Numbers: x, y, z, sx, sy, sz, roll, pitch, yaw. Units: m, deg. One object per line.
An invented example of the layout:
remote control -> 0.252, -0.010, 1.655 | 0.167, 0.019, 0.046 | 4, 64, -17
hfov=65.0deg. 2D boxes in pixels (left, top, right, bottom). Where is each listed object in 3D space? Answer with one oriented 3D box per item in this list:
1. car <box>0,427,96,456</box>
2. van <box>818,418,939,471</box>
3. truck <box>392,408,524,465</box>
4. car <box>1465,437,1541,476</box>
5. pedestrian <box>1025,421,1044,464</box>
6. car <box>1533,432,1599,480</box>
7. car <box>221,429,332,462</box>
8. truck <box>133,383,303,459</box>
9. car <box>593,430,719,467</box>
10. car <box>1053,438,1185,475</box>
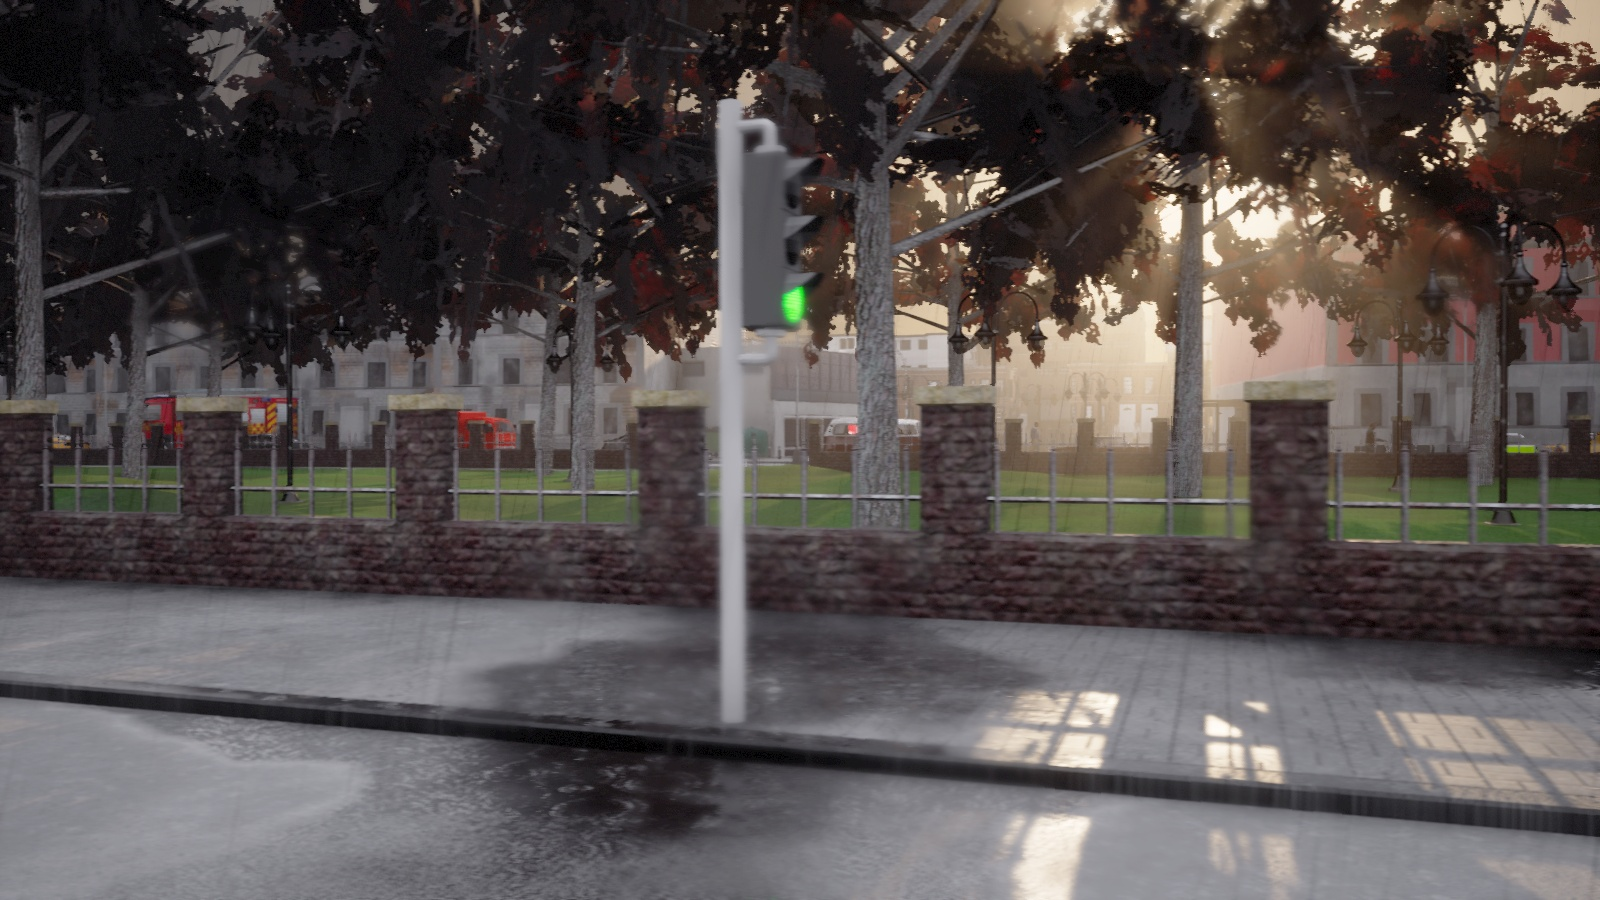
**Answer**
car -> -41.911, -0.476, 69.919 | 5.008, 1.535, 1.882 | 1, 1, 19
van -> 3.164, -0.247, 50.465 | 4.480, 2.038, 2.069 | 1, 1, 19
truck -> -15.428, -0.629, 56.753 | 5.204, 2.467, 2.627 | 1, 1, 19
car -> 26.220, 0.230, 46.878 | 2.207, 1.376, 1.481 | 1, 1, 19
pedestrian -> 10.700, -0.358, 57.321 | 0.788, 1.949, 0.423 | 1, 1, 27
car -> 27.843, 0.197, 42.120 | 5.366, 1.575, 1.801 | 1, 1, 19
car -> -25.024, -0.226, 60.000 | 4.892, 1.490, 1.837 | 1, 1, 19
truck -> -30.627, -1.514, 66.094 | 8.468, 3.827, 2.891 | 1, 1, 19
car -> -6.121, -0.100, 53.617 | 4.902, 1.511, 2.128 | 1, 1, 19
car -> 12.061, 0.212, 47.456 | 4.718, 1.301, 1.895 | 1, 1, 19
